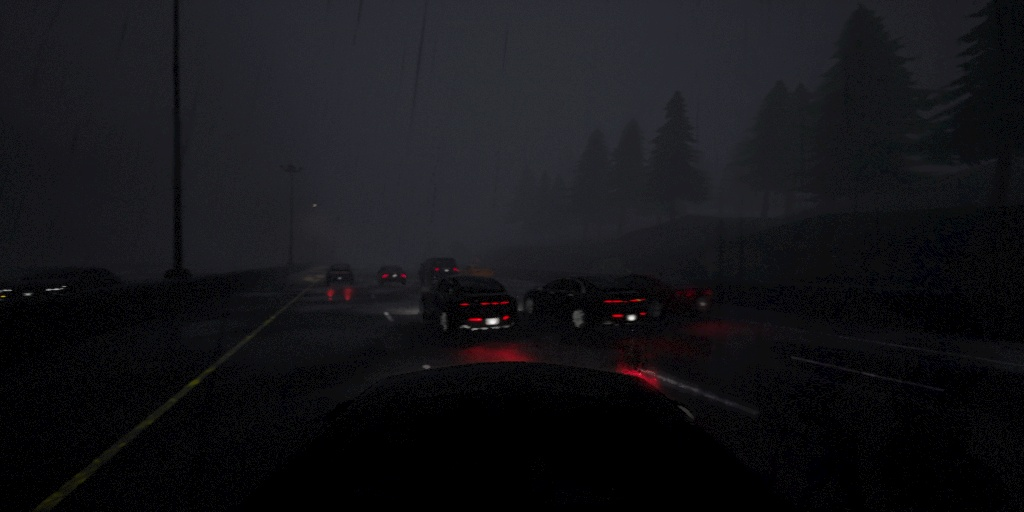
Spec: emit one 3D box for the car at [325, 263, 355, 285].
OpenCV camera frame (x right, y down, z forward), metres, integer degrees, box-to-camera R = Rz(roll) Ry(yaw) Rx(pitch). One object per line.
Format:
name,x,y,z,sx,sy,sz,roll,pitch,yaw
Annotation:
car,-13.122,1.377,27.436,2.128,1.511,4.902,1,-1,-25

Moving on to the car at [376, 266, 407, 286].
car,-9.378,1.464,27.689,2.033,1.411,5.357,1,-1,-25

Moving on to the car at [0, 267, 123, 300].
car,-19.535,1.241,15.886,1.837,1.490,4.892,1,-1,-25

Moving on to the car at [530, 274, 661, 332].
car,2.066,1.357,11.456,1.837,1.490,4.892,1,-1,-25

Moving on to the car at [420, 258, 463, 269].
car,-5.889,1.170,28.497,2.150,2.045,5.566,1,-1,-25

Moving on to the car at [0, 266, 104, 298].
car,-24.975,1.274,19.261,2.033,1.411,5.357,1,-1,-25

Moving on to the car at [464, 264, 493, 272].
car,-3.203,1.469,31.010,1.882,1.535,5.008,1,-1,-25

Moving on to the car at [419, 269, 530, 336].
car,-1.488,1.326,10.795,1.837,1.490,4.892,1,0,-25

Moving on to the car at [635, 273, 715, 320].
car,4.960,1.370,13.531,1.882,1.535,5.008,1,-1,-25
